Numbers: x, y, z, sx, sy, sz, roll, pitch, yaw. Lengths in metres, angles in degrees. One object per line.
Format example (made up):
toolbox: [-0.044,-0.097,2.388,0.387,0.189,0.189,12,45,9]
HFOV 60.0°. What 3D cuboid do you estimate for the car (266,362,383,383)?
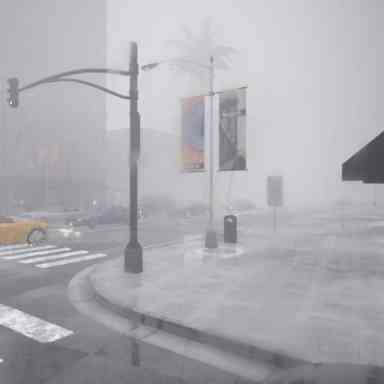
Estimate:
car: [2.202,1.551,1.275,4.403,1.369,2.008,0,0,36]

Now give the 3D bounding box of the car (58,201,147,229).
car: [-5.798,1.562,22.310,2.033,1.411,5.357,0,0,35]

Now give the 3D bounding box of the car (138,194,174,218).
car: [-3.678,1.245,30.944,2.150,2.045,5.566,0,0,35]

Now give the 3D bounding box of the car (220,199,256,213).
car: [5.710,1.544,38.582,2.128,1.511,4.902,0,0,35]

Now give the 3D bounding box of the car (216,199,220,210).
car: [2.248,1.522,39.311,1.882,1.535,5.008,0,0,35]

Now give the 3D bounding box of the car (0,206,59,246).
car: [-8.140,1.484,13.033,1.882,1.535,5.008,0,0,35]

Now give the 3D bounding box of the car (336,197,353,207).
car: [24.807,1.616,54.013,2.128,1.511,4.902,0,0,35]

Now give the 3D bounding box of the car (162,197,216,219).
car: [-0.129,1.509,30.333,1.882,1.535,5.008,0,0,35]
